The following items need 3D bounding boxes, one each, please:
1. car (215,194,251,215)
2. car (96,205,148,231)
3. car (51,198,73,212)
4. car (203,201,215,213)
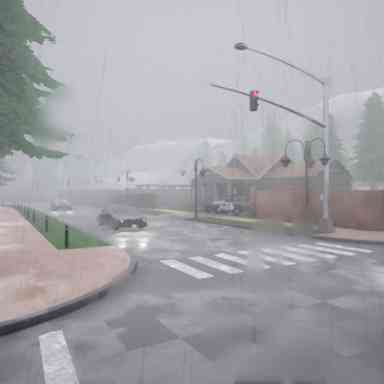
[{"bbox_3d":[4.771,1.157,30.624,4.605,1.855,1.932,0,0,-31],"label":"car"},{"bbox_3d":[-4.591,1.532,21.012,2.033,1.411,5.357,0,0,-30],"label":"car"},{"bbox_3d":[-15.625,1.511,39.683,1.812,1.442,4.674,0,0,-31],"label":"car"},{"bbox_3d":[3.160,1.159,32.593,3.866,1.878,1.905,0,0,-31],"label":"car"}]
